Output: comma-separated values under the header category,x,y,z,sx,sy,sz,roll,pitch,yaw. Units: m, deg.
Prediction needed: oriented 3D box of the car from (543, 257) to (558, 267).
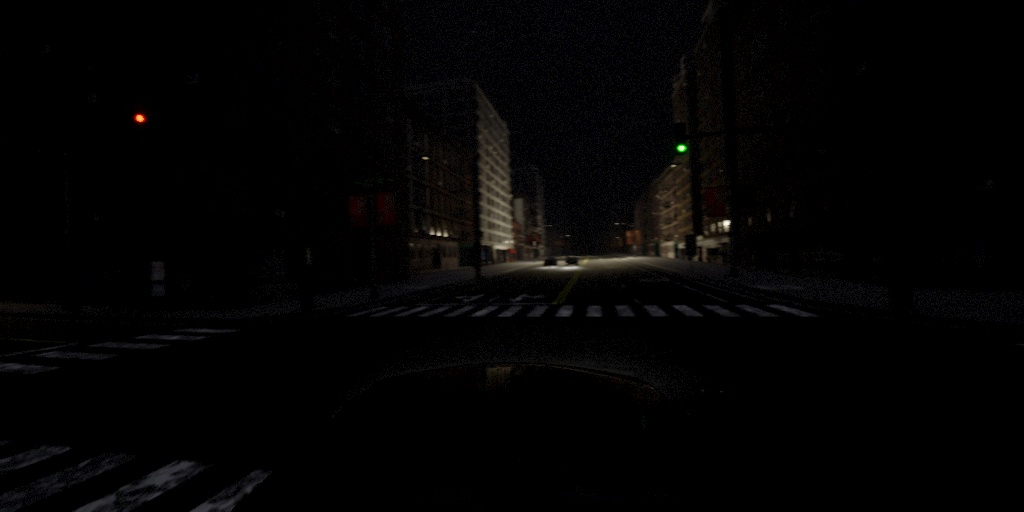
category,x,y,z,sx,sy,sz,roll,pitch,yaw
car,5.994,0.913,55.489,1.994,1.385,4.181,-2,0,13

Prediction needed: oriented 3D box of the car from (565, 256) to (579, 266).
category,x,y,z,sx,sy,sz,roll,pitch,yaw
car,9.159,0.720,54.772,2.128,1.511,4.902,-2,0,13

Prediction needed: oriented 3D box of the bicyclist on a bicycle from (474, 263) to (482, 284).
category,x,y,z,sx,sy,sz,roll,pitch,yaw
bicyclist on a bicycle,-2.618,1.344,27.537,0.582,1.620,1.656,-2,1,13
